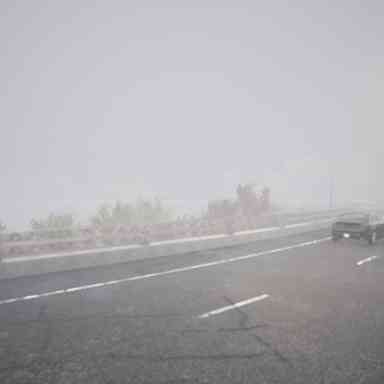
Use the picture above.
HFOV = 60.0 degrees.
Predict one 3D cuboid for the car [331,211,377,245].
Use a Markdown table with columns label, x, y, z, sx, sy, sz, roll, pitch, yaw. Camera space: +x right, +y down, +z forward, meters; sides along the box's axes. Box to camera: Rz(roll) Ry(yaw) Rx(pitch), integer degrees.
| label | x | y | z | sx | sy | sz | roll | pitch | yaw |
| --- | --- | --- | --- | --- | --- | --- | --- | --- | --- |
| car | 8.740 | 1.760 | 17.031 | 1.837 | 1.490 | 4.892 | -1 | -1 | 43 |

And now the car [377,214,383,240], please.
| label | x | y | z | sx | sy | sz | roll | pitch | yaw |
| --- | --- | --- | --- | --- | --- | --- | --- | --- | --- |
| car | 8.855 | 1.385 | 12.059 | 5.566 | 2.045 | 2.150 | 1 | -1 | -45 |
